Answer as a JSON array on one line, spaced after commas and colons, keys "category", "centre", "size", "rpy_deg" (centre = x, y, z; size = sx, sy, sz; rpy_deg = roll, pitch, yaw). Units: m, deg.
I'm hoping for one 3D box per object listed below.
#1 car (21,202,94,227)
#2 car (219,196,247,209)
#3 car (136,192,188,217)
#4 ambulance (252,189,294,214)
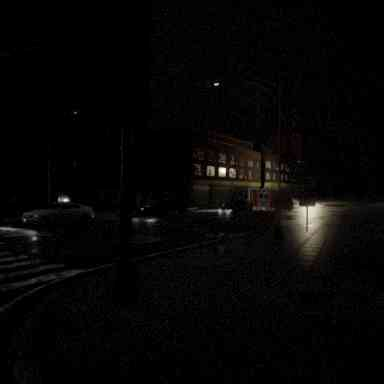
[{"category": "car", "centre": [-8.602, 1.383, 21.664], "size": [1.812, 1.442, 4.674], "rpy_deg": [1, 1, 35]}, {"category": "car", "centre": [5.104, 1.261, 40.881], "size": [2.128, 1.511, 4.902], "rpy_deg": [1, 1, 36]}, {"category": "car", "centre": [-2.560, 1.036, 30.143], "size": [2.150, 2.045, 5.566], "rpy_deg": [1, 1, 36]}, {"category": "ambulance", "centre": [8.612, 0.901, 34.453], "size": [2.351, 2.431, 6.366], "rpy_deg": [1, 1, 35]}]
